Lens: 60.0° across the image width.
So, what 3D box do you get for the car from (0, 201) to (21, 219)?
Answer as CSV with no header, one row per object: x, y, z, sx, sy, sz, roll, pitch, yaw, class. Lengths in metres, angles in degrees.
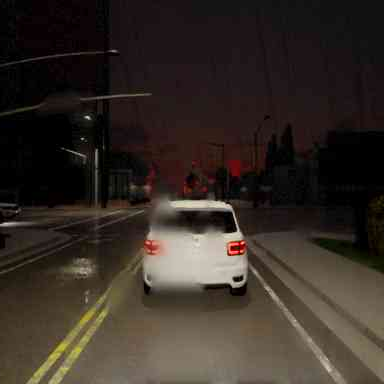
-17.293,1.338,27.540,5.566,2.045,2.150,-1,0,0,car

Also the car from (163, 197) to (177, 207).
-3.521,1.563,52.941,1.994,1.385,4.181,0,0,0,car

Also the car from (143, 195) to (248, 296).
0.081,1.221,8.796,2.150,2.045,5.566,0,0,0,car

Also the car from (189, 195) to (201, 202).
0.852,1.463,78.667,1.882,1.535,5.008,0,0,12,car

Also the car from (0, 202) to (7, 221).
-16.215,1.667,24.044,4.181,1.385,1.994,-1,0,0,car
